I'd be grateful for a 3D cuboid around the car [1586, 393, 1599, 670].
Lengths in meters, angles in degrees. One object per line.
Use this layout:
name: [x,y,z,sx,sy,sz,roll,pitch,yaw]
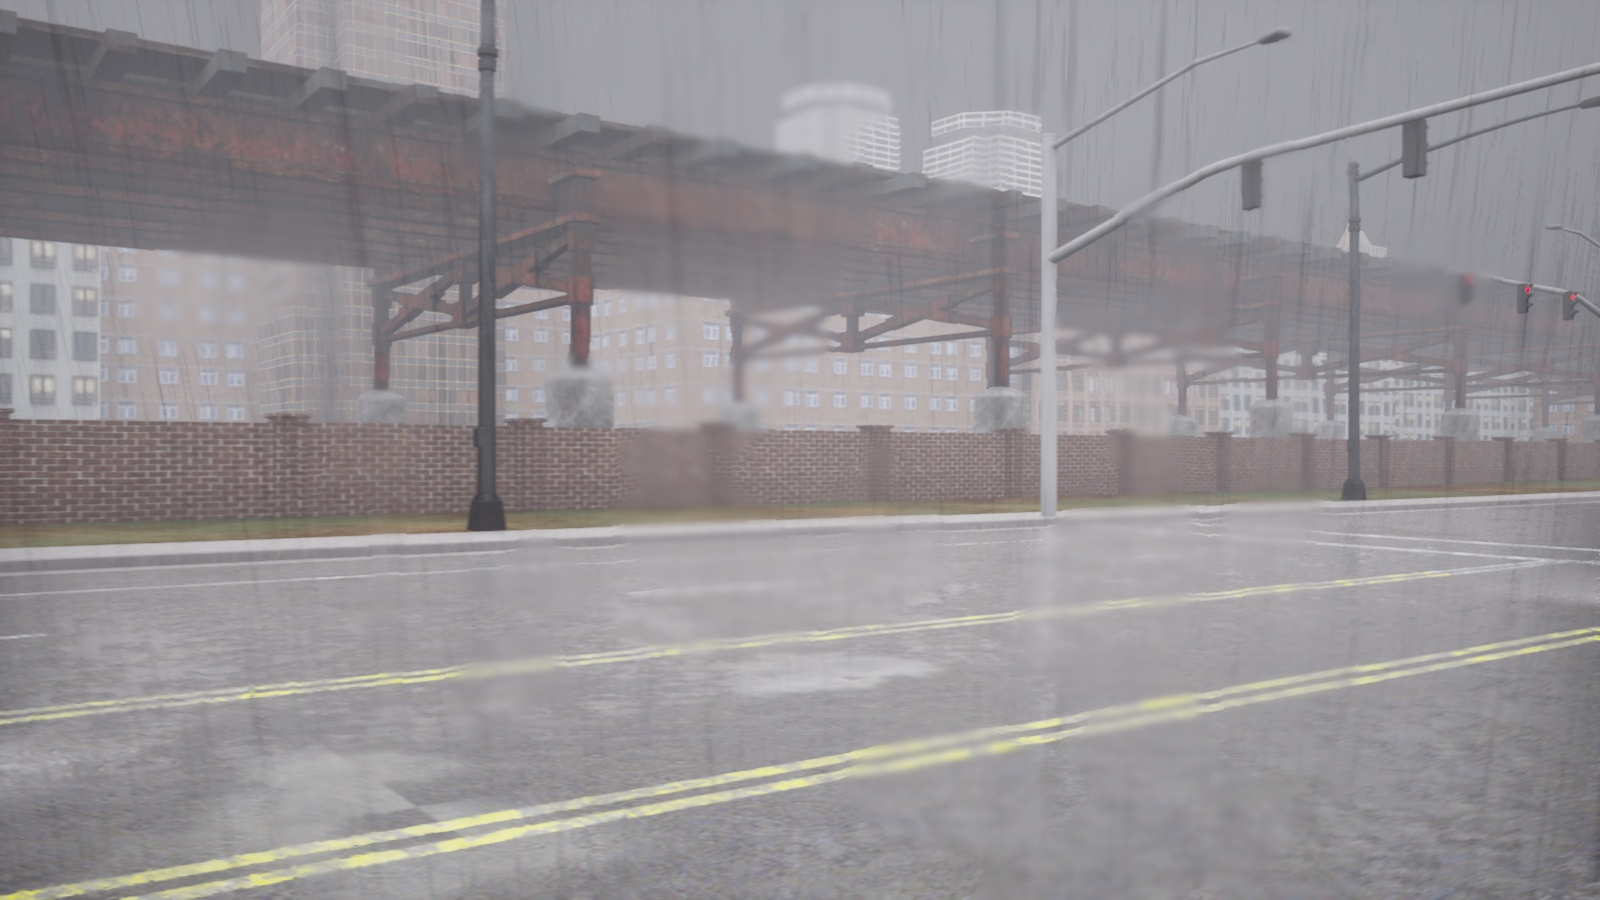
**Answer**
car: [7.495,0.547,8.888,3.866,1.878,1.905,0,0,-35]
